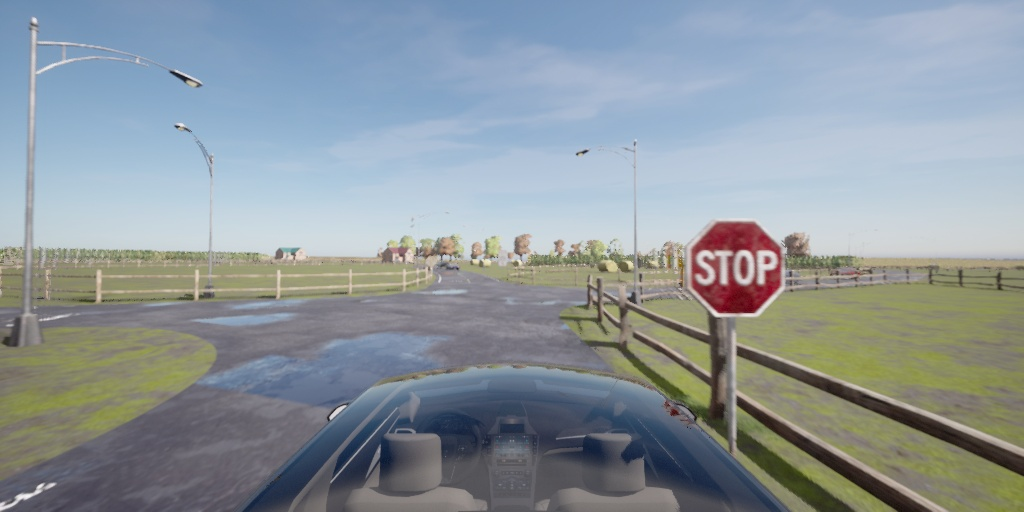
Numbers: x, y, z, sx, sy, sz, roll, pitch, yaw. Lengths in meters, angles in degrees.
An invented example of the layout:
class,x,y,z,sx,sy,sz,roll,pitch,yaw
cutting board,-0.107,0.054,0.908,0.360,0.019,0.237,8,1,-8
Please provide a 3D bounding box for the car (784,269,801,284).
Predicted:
class,x,y,z,sx,sy,sz,roll,pitch,yaw
car,25.688,1.957,34.417,5.357,1.411,2.033,1,-1,-30

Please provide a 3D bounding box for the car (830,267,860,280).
class,x,y,z,sx,sy,sz,roll,pitch,yaw
car,40.750,2.138,43.900,5.008,1.535,1.882,1,-1,-34

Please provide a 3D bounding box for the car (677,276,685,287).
class,x,y,z,sx,sy,sz,roll,pitch,yaw
car,13.918,1.655,24.491,4.902,1.511,2.128,1,-1,-27

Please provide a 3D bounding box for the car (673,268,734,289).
class,x,y,z,sx,sy,sz,roll,pitch,yaw
car,15.268,1.751,28.548,4.892,1.490,1.837,1,-1,-28
